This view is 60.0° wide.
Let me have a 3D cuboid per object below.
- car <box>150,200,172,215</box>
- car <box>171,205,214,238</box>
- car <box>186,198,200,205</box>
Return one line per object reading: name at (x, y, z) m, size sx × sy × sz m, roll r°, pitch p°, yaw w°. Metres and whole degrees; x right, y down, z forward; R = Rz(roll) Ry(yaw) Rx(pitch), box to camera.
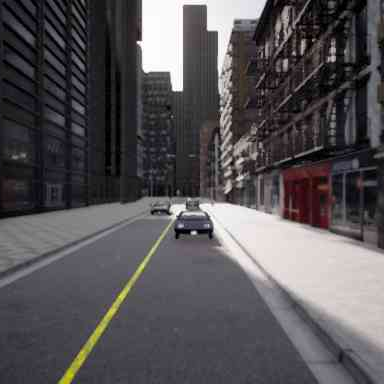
car at (-3.046, 1.570, 33.914) m, size 2.033 × 1.411 × 5.357 m, roll 0°, pitch 0°, yaw 0°
car at (0.089, 1.606, 17.651) m, size 1.895 × 1.301 × 4.718 m, roll 0°, pitch 0°, yaw 0°
car at (0.076, 1.530, 45.742) m, size 2.128 × 1.511 × 4.902 m, roll 0°, pitch 0°, yaw 0°
